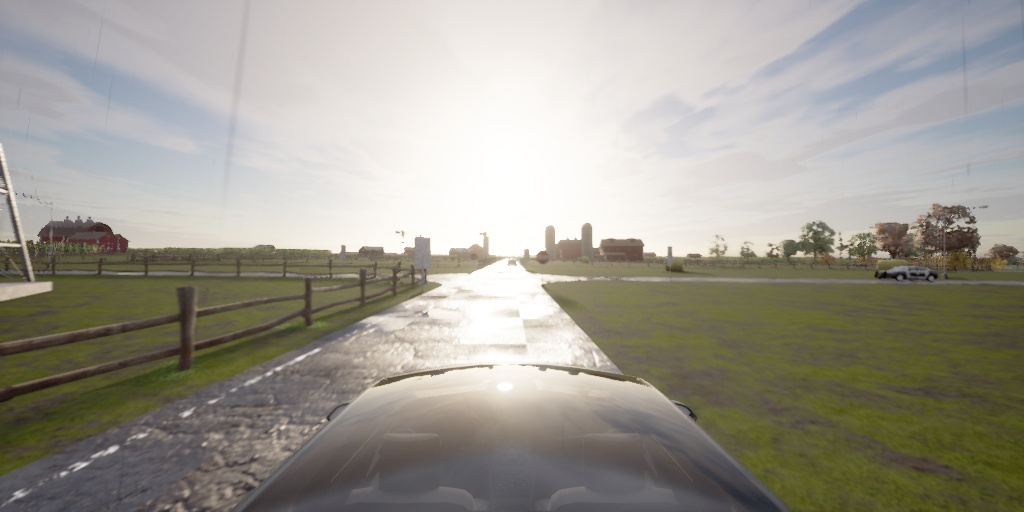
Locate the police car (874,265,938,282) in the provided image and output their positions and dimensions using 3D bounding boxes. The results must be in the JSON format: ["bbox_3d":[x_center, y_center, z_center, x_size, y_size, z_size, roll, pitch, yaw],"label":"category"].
[{"bbox_3d":[39.088,1.669,35.676,5.238,1.638,1.930,1,-1,-1],"label":"police car"}]
